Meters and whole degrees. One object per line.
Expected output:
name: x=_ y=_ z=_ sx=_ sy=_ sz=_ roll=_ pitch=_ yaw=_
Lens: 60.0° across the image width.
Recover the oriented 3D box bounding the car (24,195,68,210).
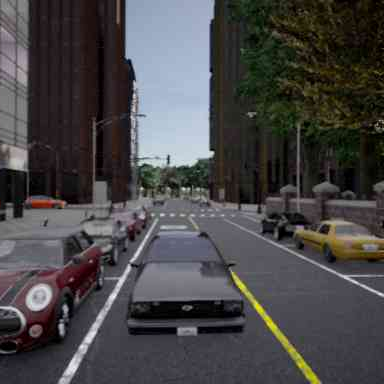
car: x=-16.831 y=1.202 z=38.701 sx=4.553 sy=1.767 sz=2.097 roll=1 pitch=0 yaw=-4

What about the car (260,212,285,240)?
car: x=4.912 y=1.703 z=17.626 sx=1.947 sy=1.339 sz=4.313 roll=0 pitch=0 yaw=-4

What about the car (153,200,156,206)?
car: x=-4.258 y=1.683 z=27.823 sx=1.752 sy=1.417 sz=4.829 roll=0 pitch=0 yaw=-4

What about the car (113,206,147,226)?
car: x=-3.596 y=1.636 z=17.099 sx=1.887 sy=1.381 sz=4.507 roll=0 pitch=0 yaw=-4

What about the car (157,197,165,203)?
car: x=-7.569 y=2.029 z=81.440 sx=1.752 sy=1.417 sz=4.829 roll=0 pitch=0 yaw=-4

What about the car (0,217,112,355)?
car: x=-2.923 y=1.466 z=6.207 sx=1.967 sy=1.590 sz=4.097 roll=0 pitch=0 yaw=-4

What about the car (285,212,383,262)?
car: x=5.238 y=1.630 z=12.350 sx=1.752 sy=1.417 sz=4.829 roll=0 pitch=0 yaw=-4

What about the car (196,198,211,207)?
car: x=2.270 y=1.847 z=60.427 sx=1.967 sy=1.590 sz=4.097 roll=0 pitch=0 yaw=-4

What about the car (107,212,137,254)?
car: x=-3.260 y=1.609 z=11.653 sx=2.008 sy=1.369 sz=4.403 roll=0 pitch=0 yaw=-4

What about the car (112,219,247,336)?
car: x=-0.226 y=1.594 z=7.353 sx=2.033 sy=1.411 sz=5.357 roll=0 pitch=0 yaw=-4

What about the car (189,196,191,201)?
car: x=0.929 y=2.094 z=82.135 sx=1.887 sy=1.381 sz=4.507 roll=0 pitch=0 yaw=-4

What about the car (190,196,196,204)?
car: x=1.265 y=2.064 z=76.707 sx=2.008 sy=1.369 sz=4.403 roll=0 pitch=0 yaw=-4

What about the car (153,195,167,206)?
car: x=-6.573 y=1.712 z=65.330 sx=2.192 sy=1.841 sz=5.009 roll=0 pitch=0 yaw=-4

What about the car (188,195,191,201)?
car: x=0.594 y=2.131 z=87.562 sx=1.887 sy=1.381 sz=4.507 roll=0 pitch=0 yaw=-4

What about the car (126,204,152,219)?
car: x=-3.932 y=1.565 z=22.547 sx=1.967 sy=1.590 sz=4.097 roll=0 pitch=0 yaw=-4
